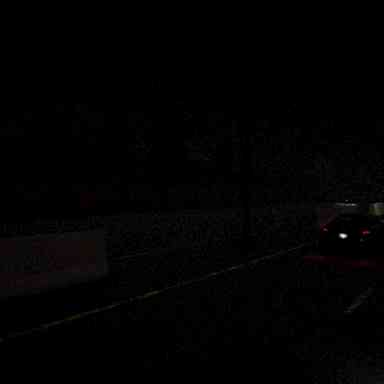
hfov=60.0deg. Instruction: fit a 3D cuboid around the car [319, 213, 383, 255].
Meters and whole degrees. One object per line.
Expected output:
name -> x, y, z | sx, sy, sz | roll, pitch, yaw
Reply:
car -> 6.779, 1.570, 13.654 | 1.994, 1.385, 4.181 | 1, 0, 39
